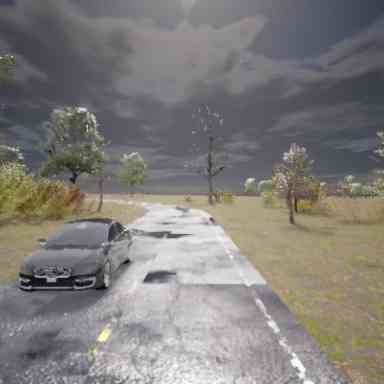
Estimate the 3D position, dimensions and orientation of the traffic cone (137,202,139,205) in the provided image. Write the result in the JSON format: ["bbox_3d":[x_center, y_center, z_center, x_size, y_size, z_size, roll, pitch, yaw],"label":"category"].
[{"bbox_3d":[-9.761,1.958,59.743,0.340,0.580,0.340,0,0,-23],"label":"traffic cone"}]

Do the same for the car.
[{"bbox_3d":[-2.852,1.526,9.171,1.837,1.490,4.892,0,0,0],"label":"car"}]
